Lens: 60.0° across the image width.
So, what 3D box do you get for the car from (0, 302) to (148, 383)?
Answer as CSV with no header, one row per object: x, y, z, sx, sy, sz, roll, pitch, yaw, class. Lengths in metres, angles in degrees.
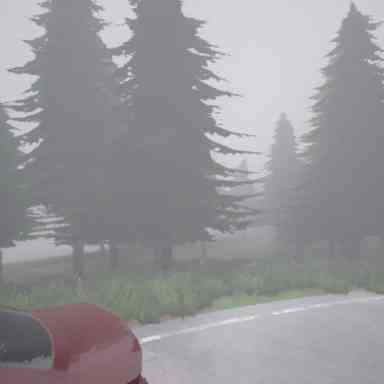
-2.605,1.449,1.482,5.008,1.535,1.882,-1,1,-35,car
